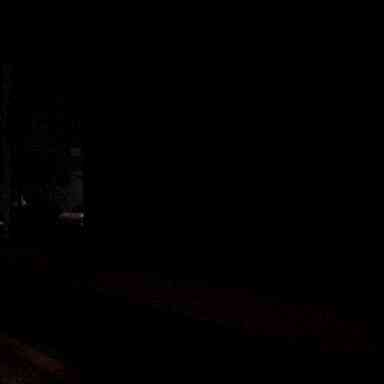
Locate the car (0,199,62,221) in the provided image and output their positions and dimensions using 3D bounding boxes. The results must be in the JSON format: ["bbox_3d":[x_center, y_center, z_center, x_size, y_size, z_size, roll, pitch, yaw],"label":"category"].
[{"bbox_3d":[-13.128,1.526,27.613,1.812,1.442,4.674,0,0,34],"label":"car"}]

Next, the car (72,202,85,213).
[{"bbox_3d":[-11.123,1.526,37.119,1.812,1.442,4.674,0,0,30],"label":"car"}]

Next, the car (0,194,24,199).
[{"bbox_3d":[-16.963,1.221,28.169,2.150,2.045,5.566,0,0,35],"label":"car"}]
